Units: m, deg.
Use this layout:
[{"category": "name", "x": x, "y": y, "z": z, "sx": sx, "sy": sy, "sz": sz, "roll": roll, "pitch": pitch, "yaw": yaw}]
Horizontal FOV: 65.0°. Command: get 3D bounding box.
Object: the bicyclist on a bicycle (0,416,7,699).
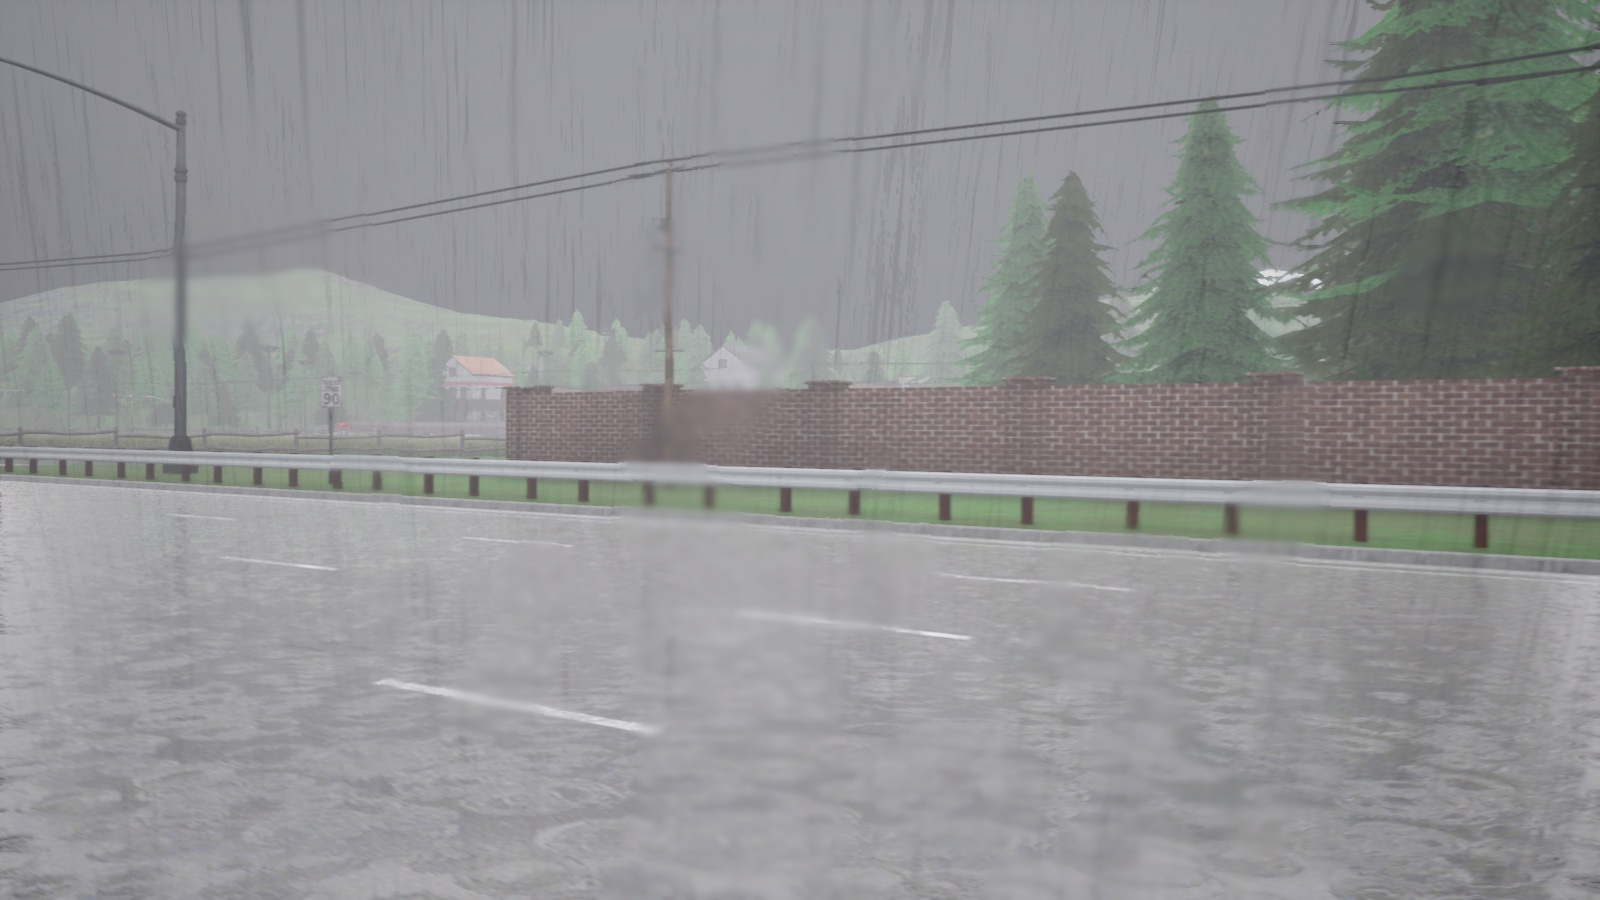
[{"category": "bicyclist on a bicycle", "x": -5.410, "y": 0.618, "z": 7.222, "sx": 1.509, "sy": 1.612, "sz": 0.866, "roll": 0, "pitch": 1, "yaw": 33}]
